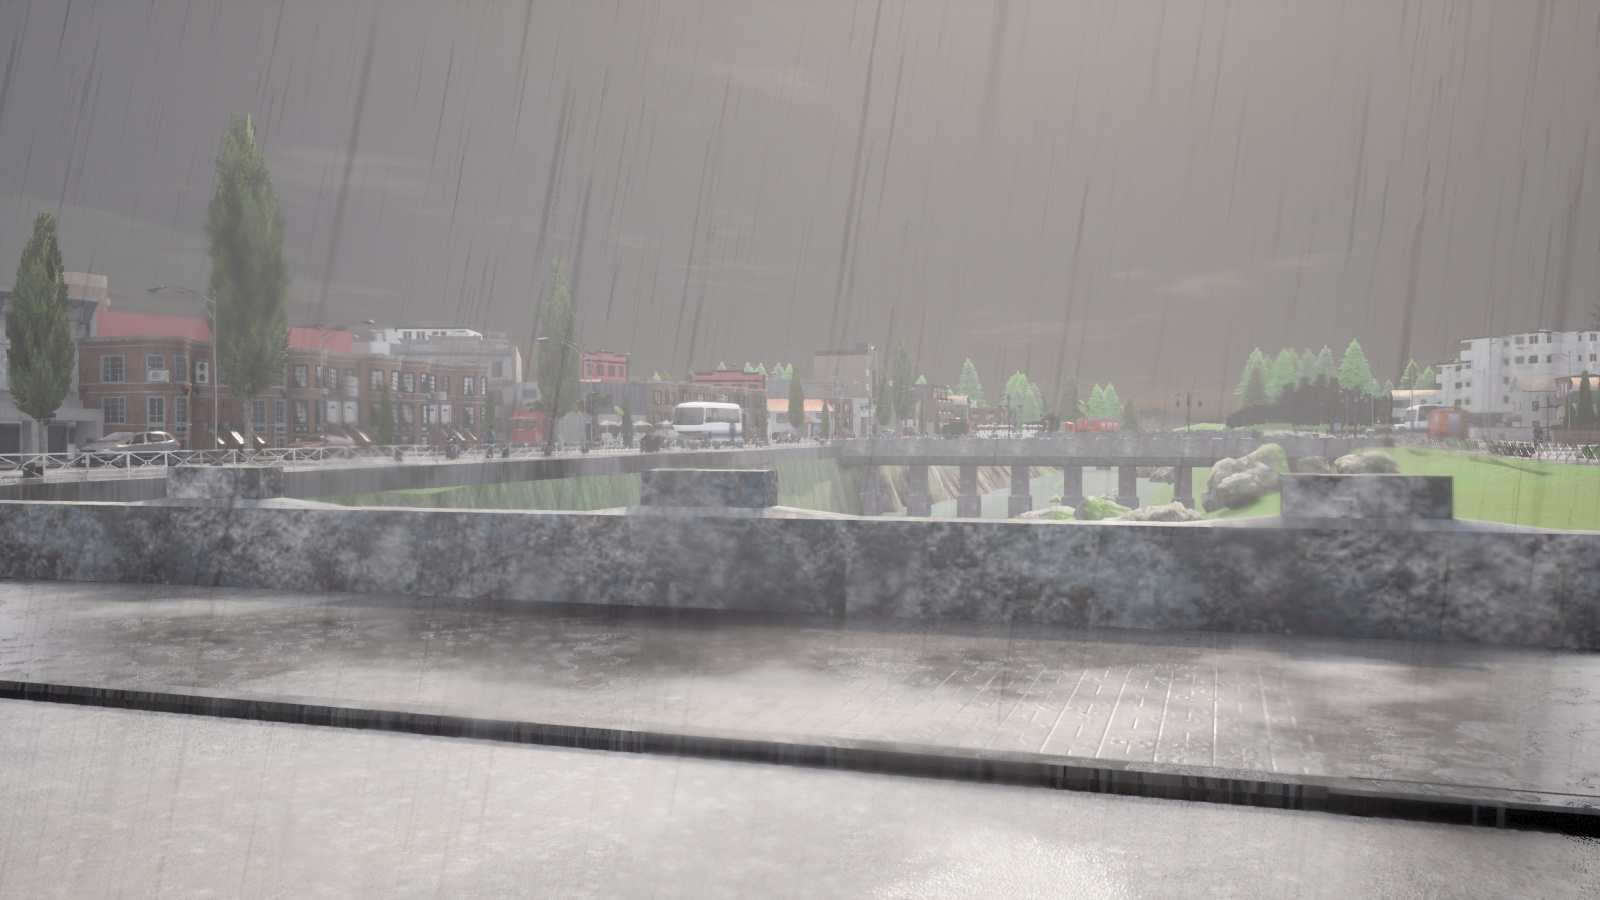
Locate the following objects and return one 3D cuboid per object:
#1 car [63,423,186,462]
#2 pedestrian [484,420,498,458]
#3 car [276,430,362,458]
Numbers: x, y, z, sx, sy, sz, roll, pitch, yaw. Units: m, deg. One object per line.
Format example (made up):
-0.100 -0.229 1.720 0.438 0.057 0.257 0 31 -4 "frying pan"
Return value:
-30.286 -0.347 56.472 2.242 1.667 4.611 1 1 19 "car"
-16.044 -0.568 65.220 0.396 1.930 0.692 1 1 23 "pedestrian"
-26.220 -0.344 68.578 1.812 1.442 4.674 1 1 19 "car"
